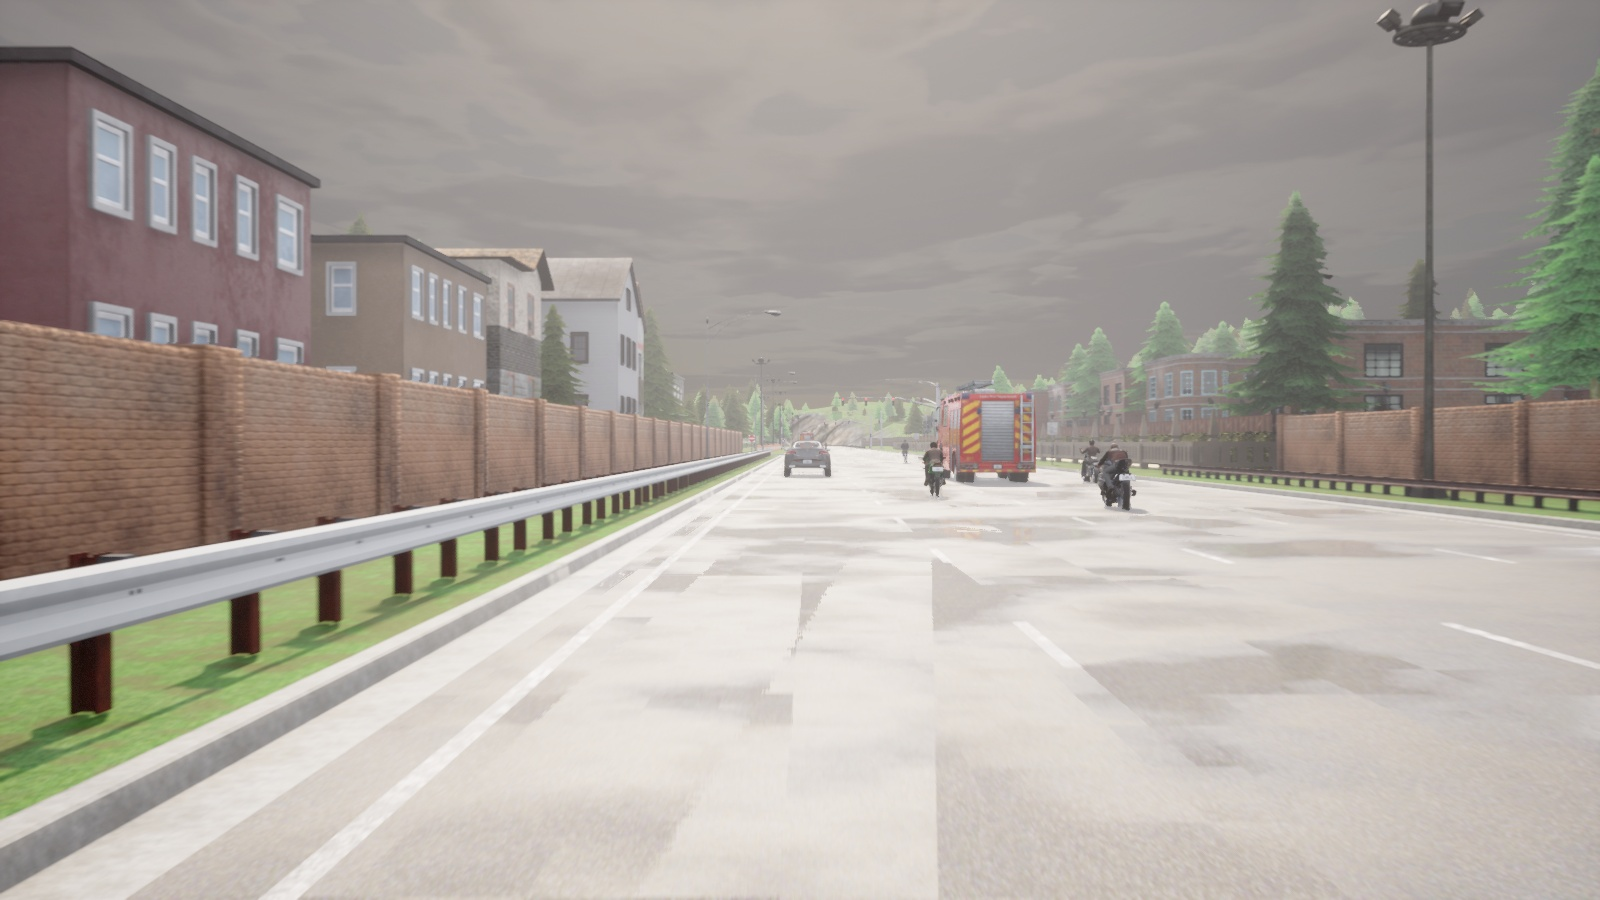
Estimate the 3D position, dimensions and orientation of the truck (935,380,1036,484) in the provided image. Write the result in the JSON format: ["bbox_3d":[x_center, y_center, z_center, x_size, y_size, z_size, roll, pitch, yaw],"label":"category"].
[{"bbox_3d":[7.304,-0.696,50.615,2.891,3.827,8.468,0,0,0],"label":"truck"}]

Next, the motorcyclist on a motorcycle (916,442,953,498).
[{"bbox_3d":[3.713,0.536,34.783,0.797,1.523,2.044,0,0,0],"label":"motorcyclist on a motorcycle"}]

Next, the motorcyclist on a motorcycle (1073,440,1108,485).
[{"bbox_3d":[10.780,0.444,46.619,0.766,1.649,2.350,0,0,0],"label":"motorcyclist on a motorcycle"}]

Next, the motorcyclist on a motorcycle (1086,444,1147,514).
[{"bbox_3d":[7.189,0.627,28.617,0.866,1.530,2.191,0,0,1],"label":"motorcyclist on a motorcycle"}]

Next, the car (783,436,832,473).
[{"bbox_3d":[0.346,0.199,58.165,2.152,1.651,5.027,0,0,0],"label":"car"}]
